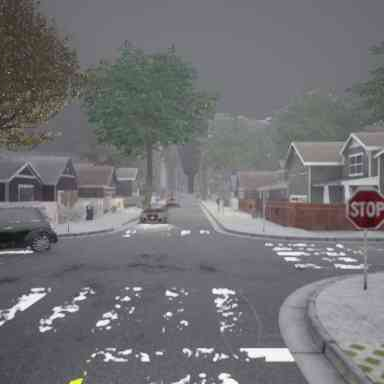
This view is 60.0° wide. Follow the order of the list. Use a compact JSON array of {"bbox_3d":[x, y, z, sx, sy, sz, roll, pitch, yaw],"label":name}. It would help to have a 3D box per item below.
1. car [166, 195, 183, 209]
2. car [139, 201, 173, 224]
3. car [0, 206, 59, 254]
[{"bbox_3d":[-2.757,1.567,48.419,1.882,1.535,5.008,0,0,0],"label":"car"},{"bbox_3d":[-2.753,1.615,25.276,1.994,1.385,4.181,0,0,0],"label":"car"},{"bbox_3d":[-7.372,1.326,12.128,4.553,1.767,2.097,1,-1,-30],"label":"car"}]
